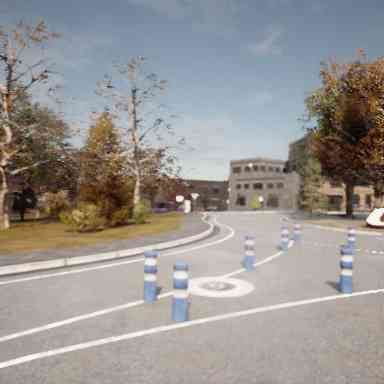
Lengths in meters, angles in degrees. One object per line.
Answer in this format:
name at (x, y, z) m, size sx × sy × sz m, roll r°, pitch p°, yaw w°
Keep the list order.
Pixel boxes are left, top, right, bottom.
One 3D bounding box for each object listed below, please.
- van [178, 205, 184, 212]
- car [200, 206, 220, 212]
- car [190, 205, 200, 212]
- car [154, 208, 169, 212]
van at (-1.896, 4.413, 84.894) m, size 1.878 × 1.987 × 4.442 m, roll 2°, pitch -4°, yaw -35°
car at (4.530, 4.017, 75.839) m, size 2.002 × 1.452 × 4.674 m, roll 4°, pitch -6°, yaw -35°
car at (1.346, 4.334, 80.307) m, size 2.163 × 1.488 × 4.792 m, roll 2°, pitch -4°, yaw -35°
car at (-8.198, 5.329, 93.783) m, size 2.002 × 1.452 × 4.674 m, roll 2°, pitch -4°, yaw -35°
